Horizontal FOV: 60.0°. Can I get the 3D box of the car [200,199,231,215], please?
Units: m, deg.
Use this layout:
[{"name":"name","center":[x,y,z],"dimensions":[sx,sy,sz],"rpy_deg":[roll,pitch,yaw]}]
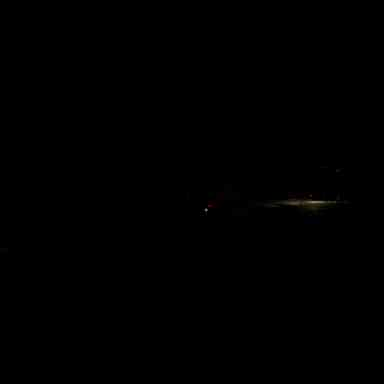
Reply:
[{"name":"car","center":[2.490,1.482,34.121],"dimensions":[1.837,1.490,4.892],"rpy_deg":[1,0,27]}]
